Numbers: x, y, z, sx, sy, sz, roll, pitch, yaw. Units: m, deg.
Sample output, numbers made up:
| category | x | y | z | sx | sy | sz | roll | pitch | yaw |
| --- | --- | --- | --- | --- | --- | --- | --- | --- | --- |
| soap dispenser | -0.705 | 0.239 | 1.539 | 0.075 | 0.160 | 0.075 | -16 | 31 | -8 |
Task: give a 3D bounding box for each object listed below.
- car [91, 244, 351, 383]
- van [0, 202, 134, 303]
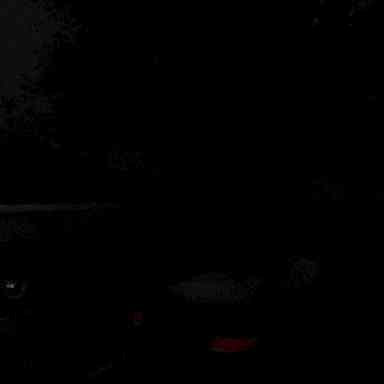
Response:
| category | x | y | z | sx | sy | sz | roll | pitch | yaw |
| --- | --- | --- | --- | --- | --- | --- | --- | --- | --- |
| car | 1.072 | 1.523 | 5.049 | 2.002 | 1.452 | 4.674 | 0 | 0 | 36 |
| van | -3.395 | 1.266 | 8.384 | 1.878 | 1.987 | 4.442 | 0 | 0 | 36 |
